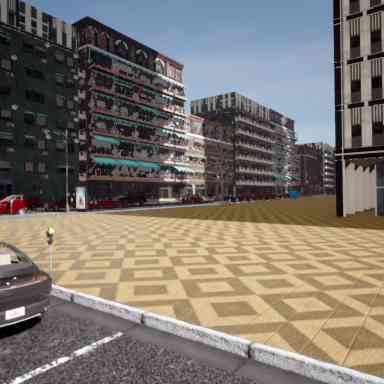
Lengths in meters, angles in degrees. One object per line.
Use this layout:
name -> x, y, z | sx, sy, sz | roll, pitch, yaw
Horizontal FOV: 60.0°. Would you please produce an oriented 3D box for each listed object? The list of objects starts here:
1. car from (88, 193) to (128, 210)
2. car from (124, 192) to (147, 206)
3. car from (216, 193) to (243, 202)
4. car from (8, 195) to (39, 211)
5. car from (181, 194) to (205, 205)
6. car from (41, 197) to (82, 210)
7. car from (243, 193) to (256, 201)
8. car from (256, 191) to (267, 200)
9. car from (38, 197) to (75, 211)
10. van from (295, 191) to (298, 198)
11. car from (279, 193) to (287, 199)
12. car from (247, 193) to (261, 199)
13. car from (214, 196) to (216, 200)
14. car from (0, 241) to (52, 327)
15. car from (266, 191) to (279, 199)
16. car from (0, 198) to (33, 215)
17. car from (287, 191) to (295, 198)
car -> -9.580, 1.186, 36.894 | 1.967, 1.590, 4.097 | -1, 0, 36
car -> -8.936, 0.985, 47.628 | 2.150, 2.045, 5.566 | -1, 0, 36
car -> 6.682, 1.093, 59.241 | 2.008, 1.369, 4.403 | -1, 0, 36
car -> -19.609, 1.228, 37.356 | 2.192, 1.841, 5.009 | -1, 0, 36
car -> 0.176, 1.062, 50.302 | 1.967, 1.590, 4.097 | -1, 0, 36
car -> -16.354, 1.415, 41.826 | 1.887, 1.381, 4.507 | -1, 0, 36
car -> 9.934, 1.048, 63.711 | 1.887, 1.381, 4.507 | -1, 0, 36
car -> 13.187, 1.046, 68.180 | 1.802, 1.307, 4.206 | -1, 0, 36
car -> -15.082, 1.368, 39.183 | 1.812, 1.442, 4.674 | -1, 0, 36
van -> 26.193, 0.654, 86.058 | 1.690, 1.788, 3.998 | -1, 0, 36
car -> 19.691, 0.938, 77.119 | 2.008, 1.369, 4.403 | -1, 0, 36
car -> 16.169, 1.040, 86.520 | 1.947, 1.339, 4.313 | -1, 0, 36
car -> 6.410, 1.029, 73.111 | 1.967, 1.590, 4.097 | -1, 0, 36
car -> -4.372, 1.553, 6.184 | 4.403, 1.369, 2.008 | 0, -1, 36
car -> 16.436, 0.740, 72.649 | 2.192, 1.841, 5.009 | -1, 0, 36
car -> -16.083, 1.413, 27.955 | 1.802, 1.307, 4.206 | -1, 0, 36
car -> 22.944, 0.932, 81.589 | 1.802, 1.307, 4.206 | -1, 0, 36
